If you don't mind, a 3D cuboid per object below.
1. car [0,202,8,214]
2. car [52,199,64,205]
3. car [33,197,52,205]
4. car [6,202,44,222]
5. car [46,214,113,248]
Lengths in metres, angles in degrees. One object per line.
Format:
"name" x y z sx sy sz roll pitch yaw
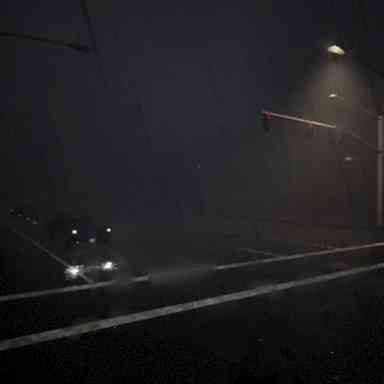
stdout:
"car" -24.756 2.079 44.310 2.128 1.511 4.902 1 -1 -34
"car" -32.594 2.465 80.783 2.033 1.411 5.357 1 0 -34
"car" -35.501 2.109 78.841 2.150 2.045 5.566 1 0 -34
"car" -15.132 1.884 29.960 2.033 1.411 5.357 1 -1 -34
"car" -5.406 1.729 15.656 1.895 1.301 4.718 1 -1 -35
